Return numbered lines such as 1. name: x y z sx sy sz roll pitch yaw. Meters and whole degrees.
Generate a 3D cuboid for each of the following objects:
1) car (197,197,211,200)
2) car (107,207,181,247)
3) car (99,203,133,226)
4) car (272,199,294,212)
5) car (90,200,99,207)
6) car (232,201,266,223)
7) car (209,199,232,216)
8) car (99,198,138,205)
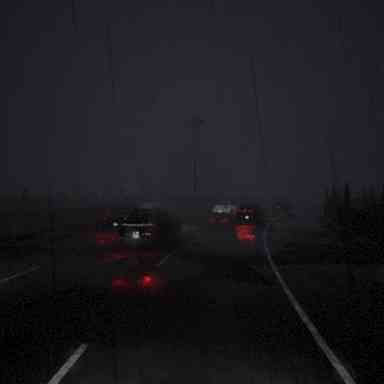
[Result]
1. car: 1.789 1.599 53.046 2.128 1.511 4.902 0 0 33
2. car: -1.764 1.506 15.323 2.128 1.511 4.902 0 0 10
3. car: -3.984 1.617 21.695 1.895 1.301 4.718 0 0 14
4. car: 11.194 1.620 41.031 1.812 1.442 4.674 0 0 28
5. car: -11.187 1.498 43.661 1.882 1.535 5.008 0 0 25
6. car: 4.719 1.559 26.384 1.837 1.490 4.892 0 0 18
7. car: 3.436 1.582 32.992 1.812 1.442 4.674 0 0 22
8. car: -8.598 1.573 40.965 2.033 1.411 5.357 0 0 24
